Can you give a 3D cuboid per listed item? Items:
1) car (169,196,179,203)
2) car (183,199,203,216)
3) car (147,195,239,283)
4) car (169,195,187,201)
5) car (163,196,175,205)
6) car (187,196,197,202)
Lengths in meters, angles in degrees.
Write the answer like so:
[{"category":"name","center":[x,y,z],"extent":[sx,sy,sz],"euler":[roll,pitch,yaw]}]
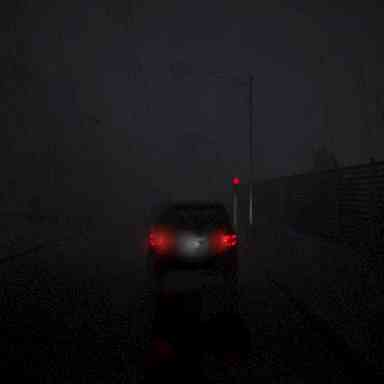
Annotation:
[{"category":"car","center":[-3.997,1.585,75.534],"extent":[2.128,1.511,4.902],"euler":[0,0,0]},{"category":"car","center":[0.091,1.504,33.897],"extent":[1.882,1.535,5.008],"euler":[0,0,0]},{"category":"car","center":[0.044,1.230,9.803],"extent":[2.150,2.045,5.566],"euler":[0,0,0]},{"category":"car","center":[-3.784,1.588,87.949],"extent":[4.674,1.442,1.812],"euler":[0,0,40]},{"category":"car","center":[-4.046,1.551,59.979],"extent":[1.837,1.490,4.892],"euler":[0,0,0]},{"category":"car","center":[-0.011,1.649,78.477],"extent":[1.895,1.301,4.718],"euler":[0,0,-4]}]
